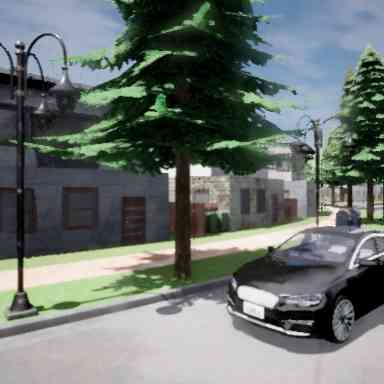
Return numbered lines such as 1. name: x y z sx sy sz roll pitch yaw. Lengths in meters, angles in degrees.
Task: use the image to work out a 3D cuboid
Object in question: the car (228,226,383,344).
1. car: 2.769 1.478 6.525 4.902 1.511 2.128 0 0 -41
